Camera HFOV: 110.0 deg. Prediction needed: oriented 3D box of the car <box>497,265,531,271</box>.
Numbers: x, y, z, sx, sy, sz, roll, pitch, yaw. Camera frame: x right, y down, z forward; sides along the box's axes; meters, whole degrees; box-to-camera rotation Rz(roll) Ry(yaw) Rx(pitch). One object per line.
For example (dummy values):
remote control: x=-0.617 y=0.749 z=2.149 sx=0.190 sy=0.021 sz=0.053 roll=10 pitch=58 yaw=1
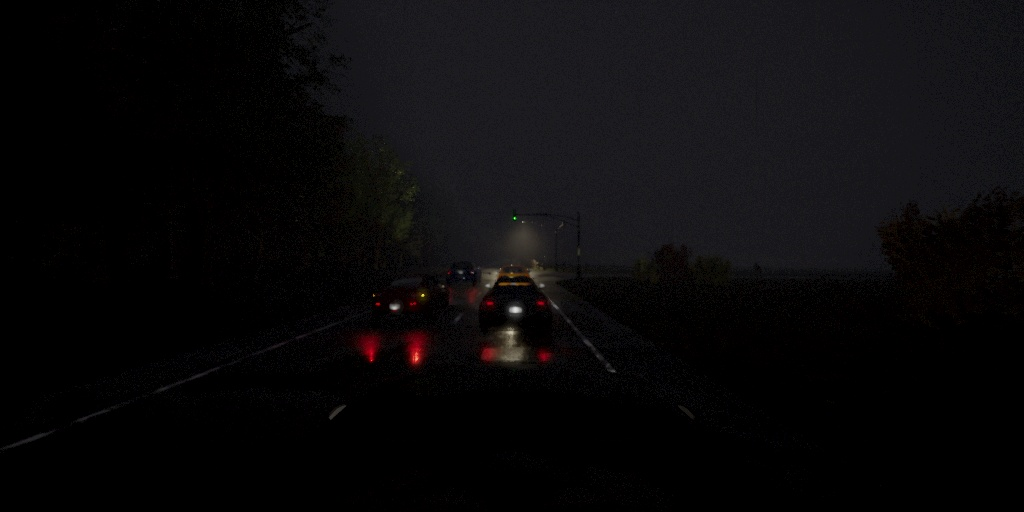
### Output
car: x=0.104 y=1.261 z=21.157 sx=1.882 sy=1.535 sz=5.008 roll=0 pitch=0 yaw=0

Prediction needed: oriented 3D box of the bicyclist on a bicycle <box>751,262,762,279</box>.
bicyclist on a bicycle: x=24.296 y=1.460 z=35.636 sx=0.582 sy=1.620 sz=1.656 roll=1 pitch=0 yaw=0

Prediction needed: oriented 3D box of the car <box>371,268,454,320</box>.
car: x=-3.398 y=1.295 z=12.584 sx=1.812 sy=1.442 sz=4.674 roll=0 pitch=0 yaw=-1

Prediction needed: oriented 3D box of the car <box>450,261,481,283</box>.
car: x=-3.403 y=1.144 z=25.948 sx=2.097 sy=1.767 sz=4.553 roll=0 pitch=0 yaw=0

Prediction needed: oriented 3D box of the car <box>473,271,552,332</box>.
car: x=0.097 y=1.330 z=11.011 sx=1.994 sy=1.385 sz=4.181 roll=0 pitch=0 yaw=0

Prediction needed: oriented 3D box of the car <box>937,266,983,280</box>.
car: x=48.674 y=1.824 z=39.497 sx=4.902 sy=1.511 sz=2.128 roll=1 pitch=-1 yaw=1
